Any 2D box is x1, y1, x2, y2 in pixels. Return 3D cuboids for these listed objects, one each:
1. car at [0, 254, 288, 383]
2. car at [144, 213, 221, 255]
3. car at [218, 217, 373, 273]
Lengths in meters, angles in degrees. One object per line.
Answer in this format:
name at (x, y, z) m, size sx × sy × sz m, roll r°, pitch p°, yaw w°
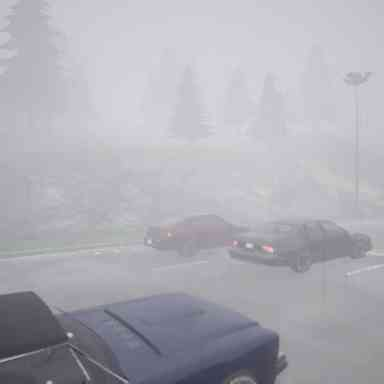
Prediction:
car at (-1.365, 1.600, 2.776) m, size 4.718 × 1.301 × 1.895 m, roll 0°, pitch 0°, yaw -36°
car at (0.437, 1.514, 12.659) m, size 4.674 × 1.442 × 1.812 m, roll 0°, pitch 0°, yaw -35°
car at (3.632, 1.533, 10.634) m, size 5.357 × 1.411 × 2.033 m, roll 0°, pitch 0°, yaw -36°
